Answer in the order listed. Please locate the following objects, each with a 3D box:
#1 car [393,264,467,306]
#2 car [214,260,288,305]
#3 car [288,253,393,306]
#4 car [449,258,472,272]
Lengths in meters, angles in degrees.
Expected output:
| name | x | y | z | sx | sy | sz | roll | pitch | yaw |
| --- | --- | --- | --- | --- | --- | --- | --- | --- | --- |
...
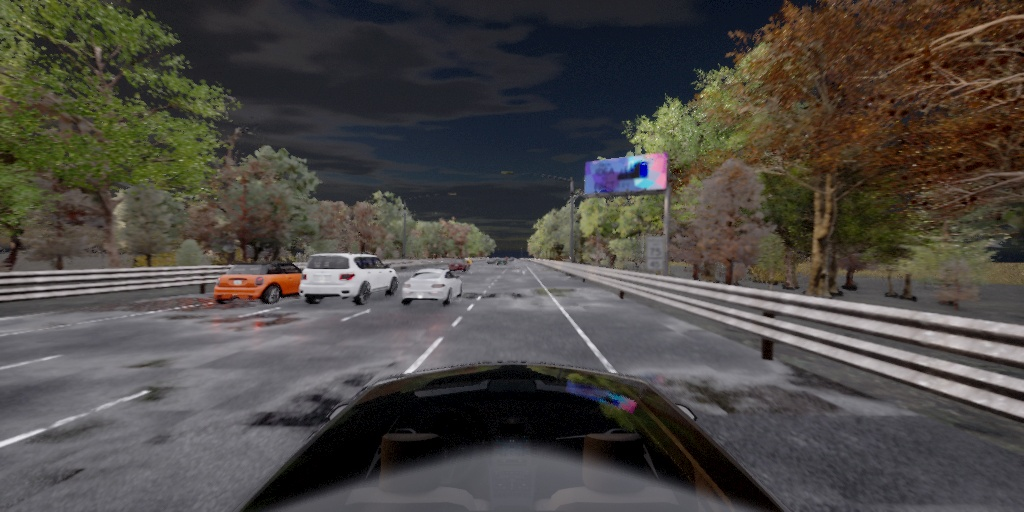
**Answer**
| name | x | y | z | sx | sy | sz | roll | pitch | yaw |
| --- | --- | --- | --- | --- | --- | --- | --- | --- | --- |
| car | -3.329 | 1.248 | 15.483 | 1.812 | 1.442 | 4.674 | 0 | 0 | 1 |
| car | -10.322 | 1.018 | 15.667 | 2.097 | 1.767 | 4.553 | 0 | 0 | 1 |
| car | -6.819 | 0.916 | 15.653 | 2.150 | 2.045 | 5.566 | 0 | 0 | 1 |
| car | -6.310 | 1.046 | 43.228 | 2.097 | 1.767 | 4.553 | 0 | 0 | 1 |
